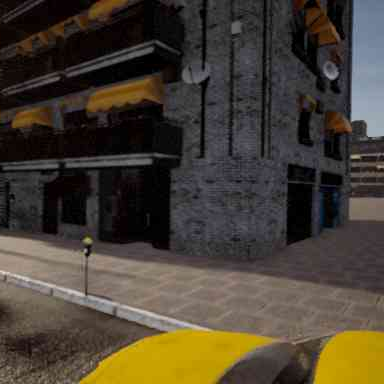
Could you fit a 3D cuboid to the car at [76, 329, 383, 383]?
[{"bbox_3d":[1.157,1.526,1.991,4.829,1.417,1.752,0,1,36],"label":"car"}]
